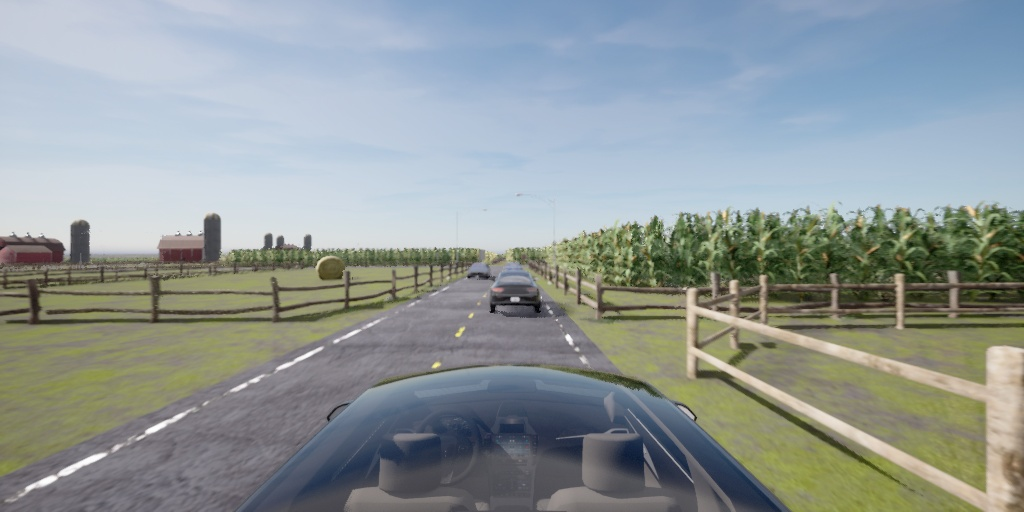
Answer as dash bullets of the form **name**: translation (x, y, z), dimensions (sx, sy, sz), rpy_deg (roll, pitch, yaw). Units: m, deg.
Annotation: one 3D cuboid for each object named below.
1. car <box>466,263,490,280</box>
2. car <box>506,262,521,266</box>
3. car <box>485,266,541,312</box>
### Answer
- **car**: translation (-2.835, 1.315, 31.813), dimensions (2.033, 1.411, 5.357), rpy_deg (0, 0, 0)
- **car**: translation (0.117, 1.317, 34.614), dimensions (2.033, 1.411, 5.357), rpy_deg (0, 0, 0)
- **car**: translation (0.108, 1.282, 14.206), dimensions (1.812, 1.442, 4.674), rpy_deg (0, 0, 0)
